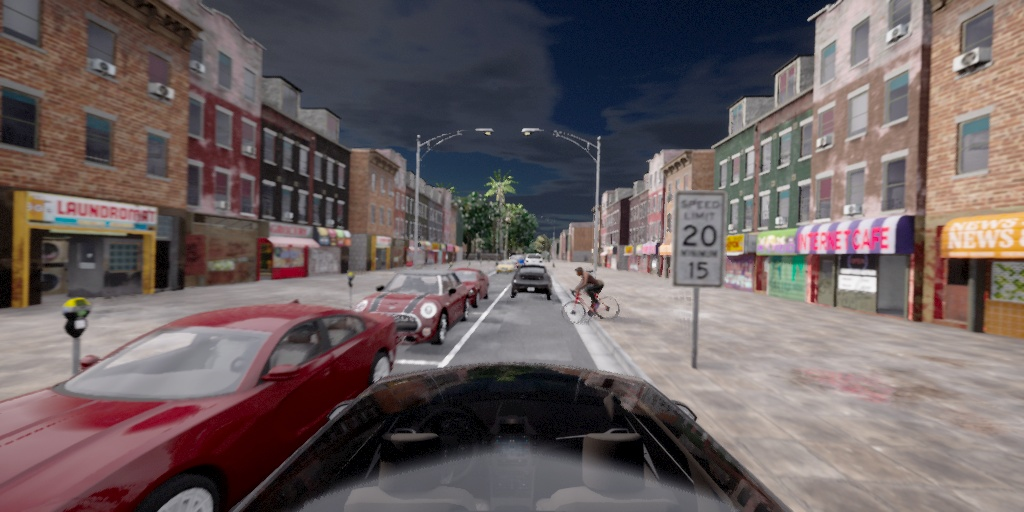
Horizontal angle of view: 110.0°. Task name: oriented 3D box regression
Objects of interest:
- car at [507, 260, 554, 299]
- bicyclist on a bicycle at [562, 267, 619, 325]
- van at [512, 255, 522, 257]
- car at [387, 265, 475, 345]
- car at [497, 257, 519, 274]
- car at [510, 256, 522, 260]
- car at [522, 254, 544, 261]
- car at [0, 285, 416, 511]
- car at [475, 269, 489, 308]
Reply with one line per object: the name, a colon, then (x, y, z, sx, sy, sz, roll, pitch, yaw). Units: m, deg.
car: (0.991, 1.177, 17.857, 1.837, 1.490, 4.892, 2, 0, 4)
bicyclist on a bicycle: (2.180, 1.110, 10.267, 1.656, 1.620, 0.582, -8, 0, 4)
van: (0.472, 0.800, 52.622, 1.690, 1.789, 3.998, 0, 0, 4)
car: (-2.323, 1.078, 9.001, 1.967, 1.591, 4.097, 0, 0, 4)
car: (-0.586, 1.037, 36.096, 1.751, 1.417, 4.829, 0, 0, 4)
car: (0.123, 1.058, 47.169, 1.802, 1.307, 4.207, 0, 0, 4)
car: (2.684, 0.784, 43.892, 2.150, 2.045, 5.566, 2, 0, 4)
car: (-2.669, 1.209, 3.549, 1.888, 1.381, 4.507, 0, 0, 4)
car: (-1.973, 1.157, 14.455, 1.888, 1.381, 4.507, 0, 0, 4)
